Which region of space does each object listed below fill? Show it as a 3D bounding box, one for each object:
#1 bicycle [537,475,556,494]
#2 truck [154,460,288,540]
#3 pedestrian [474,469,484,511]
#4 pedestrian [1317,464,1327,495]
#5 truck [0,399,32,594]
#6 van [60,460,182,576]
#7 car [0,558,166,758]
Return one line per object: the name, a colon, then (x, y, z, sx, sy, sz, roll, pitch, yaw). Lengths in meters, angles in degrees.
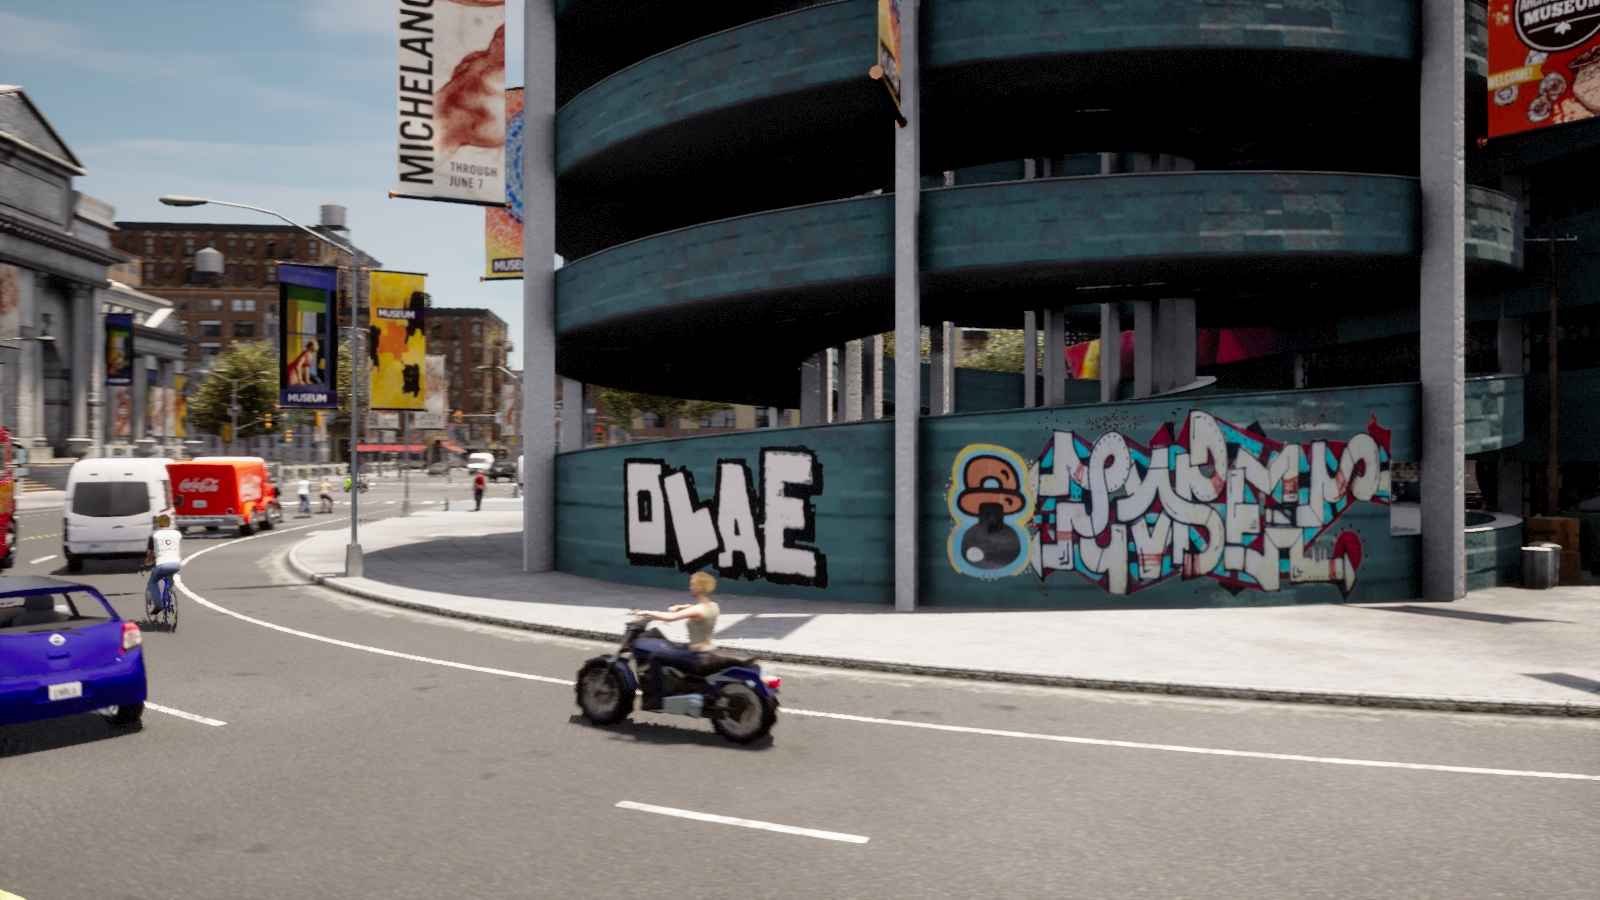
bicycle: (-16.776, 2.298, 75.635, 0.373, 1.196, 1.643, 0, 0, -44)
truck: (-19.564, 1.611, 38.951, 2.627, 2.467, 5.204, 0, 0, -9)
pedestrian: (-14.110, 1.756, 50.195, 0.375, 1.860, 0.375, 0, 0, -6)
pedestrian: (31.578, 1.802, 69.135, 0.375, 1.860, 0.375, 0, 0, -6)
truck: (-18.744, 0.915, 24.792, 2.891, 3.827, 8.468, 0, 0, -30)
van: (-16.998, 1.565, 28.875, 1.988, 2.561, 5.915, 0, 0, -24)
car: (-8.406, 2.050, 11.892, 3.633, 1.501, 1.845, 0, 0, 37)
